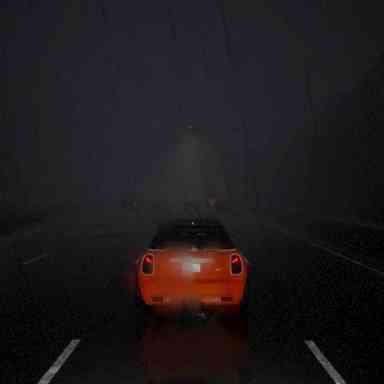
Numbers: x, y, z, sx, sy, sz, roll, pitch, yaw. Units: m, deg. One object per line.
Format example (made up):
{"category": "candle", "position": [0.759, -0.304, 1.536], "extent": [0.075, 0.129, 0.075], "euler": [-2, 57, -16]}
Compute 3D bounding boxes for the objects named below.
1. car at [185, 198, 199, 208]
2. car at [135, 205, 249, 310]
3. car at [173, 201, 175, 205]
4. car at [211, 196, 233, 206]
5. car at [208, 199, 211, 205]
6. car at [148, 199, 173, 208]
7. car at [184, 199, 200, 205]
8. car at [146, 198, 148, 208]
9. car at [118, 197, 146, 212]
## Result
{"category": "car", "position": [0.012, 1.601, 48.287], "extent": [1.895, 1.301, 4.718], "euler": [0, 0, 0]}
{"category": "car", "position": [0.002, 1.352, 7.969], "extent": [2.097, 1.767, 4.553], "euler": [0, 0, 0]}
{"category": "car", "position": [-3.488, 1.601, 48.258], "extent": [1.895, 1.301, 4.718], "euler": [0, 0, 0]}
{"category": "car", "position": [3.509, 1.478, 37.792], "extent": [1.882, 1.535, 5.008], "euler": [0, 0, 0]}
{"category": "car", "position": [3.512, 1.352, 48.179], "extent": [2.097, 1.767, 4.553], "euler": [0, 0, 0]}
{"category": "car", "position": [-3.491, 1.478, 37.794], "extent": [1.882, 1.535, 5.008], "euler": [0, 0, 0]}
{"category": "car", "position": [0.009, 1.601, 38.239], "extent": [1.895, 1.301, 4.718], "euler": [0, 0, 0]}
{"category": "car", "position": [-6.988, 1.564, 48.226], "extent": [1.994, 1.385, 4.181], "euler": [0, 0, 0]}
{"category": "car", "position": [-6.991, 1.352, 38.148], "extent": [2.097, 1.767, 4.553], "euler": [0, 0, 0]}
